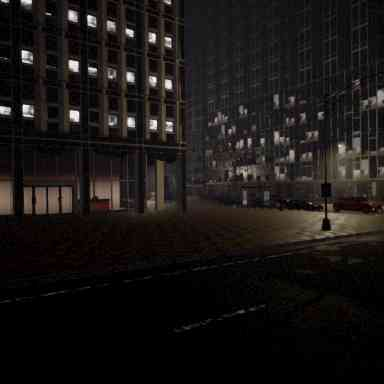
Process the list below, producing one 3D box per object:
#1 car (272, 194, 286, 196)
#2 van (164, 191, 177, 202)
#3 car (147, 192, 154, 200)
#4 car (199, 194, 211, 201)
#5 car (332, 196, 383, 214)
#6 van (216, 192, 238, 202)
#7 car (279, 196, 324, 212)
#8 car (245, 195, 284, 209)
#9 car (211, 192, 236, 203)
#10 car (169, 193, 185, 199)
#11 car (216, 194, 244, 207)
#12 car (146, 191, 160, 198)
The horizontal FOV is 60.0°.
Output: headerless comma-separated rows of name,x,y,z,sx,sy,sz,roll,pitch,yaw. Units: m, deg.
car,11.302,1.115,42.221,2.097,1.767,4.553,-1,1,-34
van,-3.835,0.935,59.719,1.690,1.788,3.998,0,1,-34
car,-10.267,1.037,69.094,2.008,1.369,4.403,0,1,-34
car,3.075,1.041,64.461,1.802,1.307,4.206,-1,1,-34
car,16.894,1.205,34.068,2.097,1.767,4.553,-1,1,-35
van,6.290,0.853,59.772,1.690,1.788,3.998,-1,1,-34
car,12.136,1.422,36.216,1.947,1.339,4.313,-1,1,-34
car,8.934,1.386,40.915,1.802,1.307,4.206,-1,1,-34
car,5.449,1.173,50.772,1.837,1.490,4.892,-1,1,-34
car,-3.356,0.933,73.835,1.802,1.307,4.206,0,1,-34
car,5.767,1.317,45.633,1.947,1.339,4.313,-1,1,-34
car,-9.788,0.684,83.205,1.967,1.590,4.097,0,1,-34
